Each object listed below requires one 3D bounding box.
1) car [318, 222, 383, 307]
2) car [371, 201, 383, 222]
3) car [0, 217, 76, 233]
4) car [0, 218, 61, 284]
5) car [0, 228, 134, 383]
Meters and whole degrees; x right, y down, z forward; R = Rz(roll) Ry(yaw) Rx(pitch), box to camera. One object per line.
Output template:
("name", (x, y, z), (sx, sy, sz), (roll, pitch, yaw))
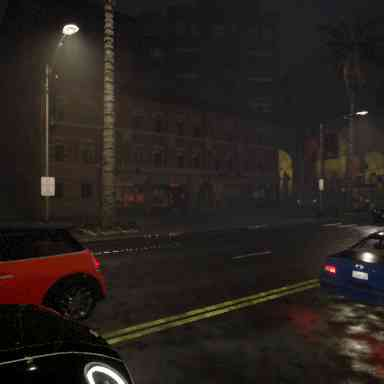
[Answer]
("car", (5.077, 1.547, 7.460), (5.357, 1.411, 2.033), (0, 0, -35))
("car", (14.856, 1.221, 23.394), (5.566, 2.045, 2.150), (0, 0, -36))
("car", (-3.865, 1.352, 5.504), (4.553, 1.767, 2.097), (0, 0, -36))
("car", (-5.961, 1.526, 8.307), (4.674, 1.442, 1.812), (0, 0, -36))
("car", (-2.556, 1.352, 1.868), (4.553, 1.767, 2.097), (0, 0, -36))
